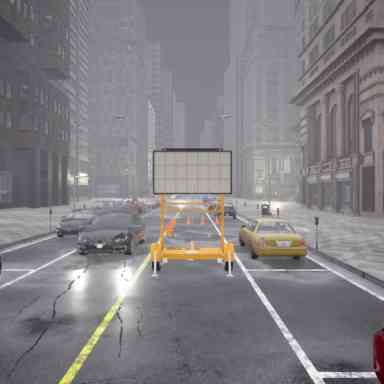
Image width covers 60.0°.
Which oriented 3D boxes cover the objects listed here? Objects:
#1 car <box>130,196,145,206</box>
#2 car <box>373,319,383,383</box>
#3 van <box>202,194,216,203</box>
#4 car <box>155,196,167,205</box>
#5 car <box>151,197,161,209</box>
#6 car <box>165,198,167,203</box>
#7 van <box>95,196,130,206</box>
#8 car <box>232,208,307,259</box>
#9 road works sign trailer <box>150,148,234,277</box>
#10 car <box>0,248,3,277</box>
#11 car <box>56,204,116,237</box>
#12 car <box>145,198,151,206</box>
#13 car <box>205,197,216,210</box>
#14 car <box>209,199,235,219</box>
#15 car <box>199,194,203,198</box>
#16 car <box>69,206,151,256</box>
[{"bbox_3d":[-5.730,1.319,28.806,2.192,1.841,5.009,0,0,0],"label":"car"},{"bbox_3d":[2.771,1.315,1.155,2.192,1.841,5.009,0,0,0],"label":"car"},{"bbox_3d":[2.844,1.349,50.880,1.690,1.788,3.998,0,0,0],"label":"van"},{"bbox_3d":[-5.695,1.556,61.959,1.887,1.381,4.507,0,0,0],"label":"car"},{"bbox_3d":[-5.713,1.532,45.213,1.752,1.417,4.829,0,0,0],"label":"car"},{"bbox_3d":[-5.701,1.554,56.433,1.887,1.381,4.507,0,0,0],"label":"car"},{"bbox_3d":[-5.737,1.344,23.281,1.690,1.788,3.998,0,0,0],"label":"van"},{"bbox_3d":[2.787,1.527,12.375,1.752,1.417,4.829,0,0,0],"label":"car"},{"bbox_3d":[0.013,0.466,10.246,2.380,3.560,2.880,0,0,0],"label":"road works sign trailer"},{"bbox_3d":[-5.755,1.441,6.704,1.967,1.590,4.097,0,0,0],"label":"car"},{"bbox_3d":[-5.744,1.553,17.755,2.008,1.369,4.403,0,0,0],"label":"car"},{"bbox_3d":[-5.725,1.550,34.331,1.887,1.381,4.507,0,0,0],"label":"car"},{"bbox_3d":[2.827,1.588,39.829,1.802,1.307,4.206,0,0,0],"label":"car"},{"bbox_3d":[2.811,1.555,28.779,2.008,1.369,4.403,0,0,0],"label":"car"},{"bbox_3d":[2.860,1.556,61.929,1.887,1.381,4.507,0,0,0],"label":"car"},{"bbox_3d":[-2.983,1.507,13.183,1.837,1.490,4.892,0,0,0],"label":"car"}]
